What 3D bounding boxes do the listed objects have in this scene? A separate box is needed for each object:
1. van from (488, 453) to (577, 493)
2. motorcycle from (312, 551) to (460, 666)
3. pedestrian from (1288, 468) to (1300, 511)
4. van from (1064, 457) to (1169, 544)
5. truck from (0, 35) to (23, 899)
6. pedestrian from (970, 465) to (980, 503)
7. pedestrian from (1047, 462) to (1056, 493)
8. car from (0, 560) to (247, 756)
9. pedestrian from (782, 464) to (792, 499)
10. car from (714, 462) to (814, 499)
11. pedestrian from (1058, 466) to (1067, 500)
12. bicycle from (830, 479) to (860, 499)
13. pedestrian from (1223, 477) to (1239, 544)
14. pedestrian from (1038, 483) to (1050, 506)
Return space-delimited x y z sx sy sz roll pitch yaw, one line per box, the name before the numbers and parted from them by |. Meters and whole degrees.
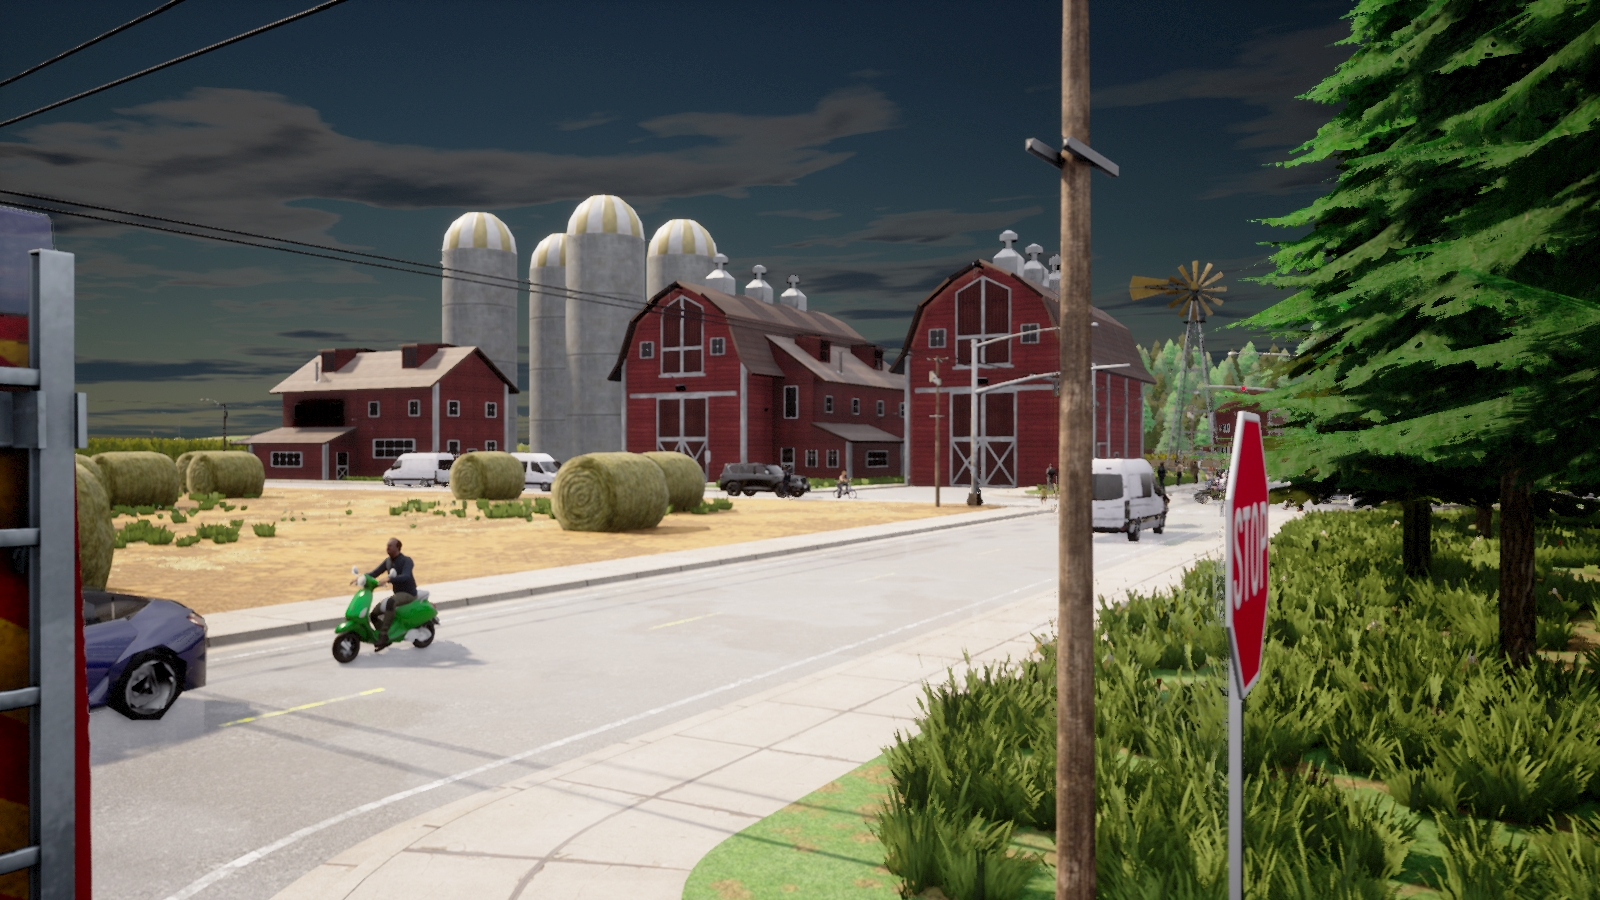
van | -17.790 1.492 75.856 5.915 2.561 1.988 0 1 28
motorcycle | -5.684 2.141 15.797 0.856 1.316 1.805 0 0 29
pedestrian | 21.245 1.693 49.137 0.375 1.860 0.375 0 0 43
van | 10.450 1.534 37.404 1.988 2.561 5.915 0 0 29
truck | -6.451 0.862 3.663 8.468 3.827 2.891 0 0 28
pedestrian | 8.602 1.669 56.084 0.375 1.860 0.375 0 0 32
pedestrian | 15.081 1.643 68.466 0.375 1.860 0.375 0 0 -27
car | -8.219 2.059 11.087 2.163 1.488 4.792 0 0 28
pedestrian | -0.692 1.670 60.868 0.375 1.860 0.375 0 0 42
car | -2.121 1.751 67.459 5.566 2.045 2.150 0 0 28
pedestrian | 14.478 1.821 63.056 0.375 1.860 0.375 0 0 35
bicycle | 2.568 2.219 64.946 1.487 1.080 0.859 0 0 28
pedestrian | 12.067 1.695 31.991 0.375 1.860 0.375 0 0 24
pedestrian | 12.055 2.205 56.456 0.500 1.100 0.500 0 0 4
